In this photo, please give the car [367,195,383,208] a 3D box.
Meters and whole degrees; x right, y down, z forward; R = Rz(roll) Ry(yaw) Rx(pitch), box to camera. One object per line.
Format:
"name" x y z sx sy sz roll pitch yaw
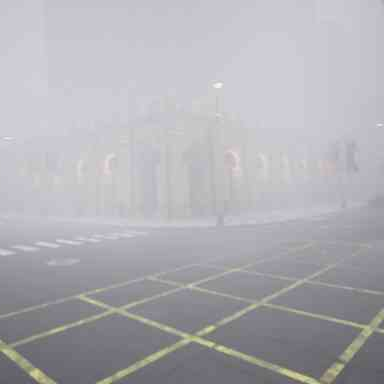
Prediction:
"car" 19.827 0.943 34.607 1.895 1.301 4.718 -2 0 42
